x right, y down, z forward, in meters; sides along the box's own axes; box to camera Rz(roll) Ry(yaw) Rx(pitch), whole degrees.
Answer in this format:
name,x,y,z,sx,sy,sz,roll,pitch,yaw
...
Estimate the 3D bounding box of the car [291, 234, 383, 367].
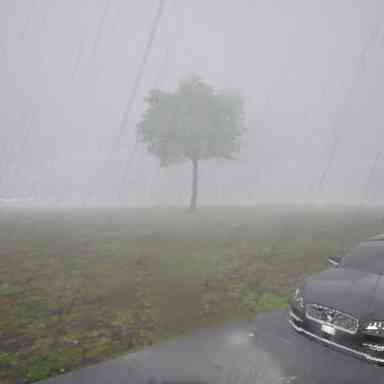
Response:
name,x,y,z,sx,sy,sz,roll,pitch,yaw
car,3.753,1.514,5.678,4.892,1.490,1.837,0,0,-35
